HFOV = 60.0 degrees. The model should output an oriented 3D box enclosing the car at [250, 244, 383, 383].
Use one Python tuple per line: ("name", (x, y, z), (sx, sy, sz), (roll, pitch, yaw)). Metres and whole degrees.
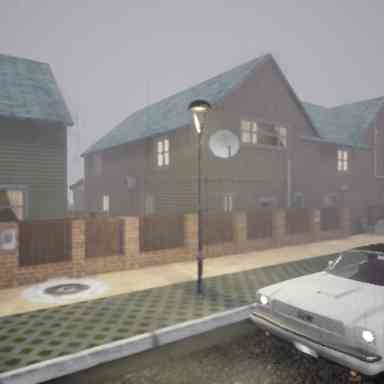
("car", (3.169, 1.597, 5.322), (4.718, 1.301, 1.895), (0, 0, -35))
